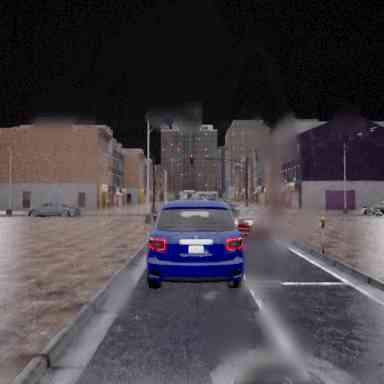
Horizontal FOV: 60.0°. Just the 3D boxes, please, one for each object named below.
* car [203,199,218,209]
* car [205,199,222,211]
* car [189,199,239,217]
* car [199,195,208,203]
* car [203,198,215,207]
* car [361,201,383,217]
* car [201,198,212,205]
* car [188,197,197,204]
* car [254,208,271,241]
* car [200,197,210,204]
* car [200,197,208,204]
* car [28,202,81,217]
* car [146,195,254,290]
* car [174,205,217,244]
[{"bbox_3d":[2.729,1.722,49.073,1.947,1.339,4.313,1,0,0],"label":"car"},{"bbox_3d":[2.721,1.688,43.637,1.947,1.339,4.313,1,0,0],"label":"car"},{"bbox_3d":[2.184,1.619,34.310,4.892,1.490,1.837,0,4,38],"label":"car"},{"bbox_3d":[2.782,1.762,81.701,2.192,1.841,5.009,1,-1,0],"label":"car"},{"bbox_3d":[2.738,1.721,54.680,1.752,1.417,4.829,1,0,0],"label":"car"},{"bbox_3d":[18.763,1.567,31.669,4.902,1.511,2.128,0,-2,0],"label":"car"},{"bbox_3d":[2.753,1.852,65.385,1.947,1.339,4.313,1,-1,0],"label":"car"},{"bbox_3d":[0.111,1.857,73.742,1.837,1.490,4.892,0,-1,0],"label":"car"},{"bbox_3d":[2.686,1.464,16.890,1.967,1.590,4.097,2,0,0],"label":"car"},{"bbox_3d":[2.762,1.864,70.993,1.752,1.417,4.829,1,-1,0],"label":"car"},{"bbox_3d":[2.770,1.918,76.430,1.752,1.417,4.829,1,-1,0],"label":"car"},{"bbox_3d":[-11.929,1.593,28.959,4.181,1.385,1.994,0,-2,0],"label":"car"},{"bbox_3d":[0.055,1.231,9.264,2.150,2.045,5.566,0,0,-1],"label":"car"},{"bbox_3d":[0.122,1.501,17.077,1.882,1.535,5.008,0,0,-1],"label":"car"}]
